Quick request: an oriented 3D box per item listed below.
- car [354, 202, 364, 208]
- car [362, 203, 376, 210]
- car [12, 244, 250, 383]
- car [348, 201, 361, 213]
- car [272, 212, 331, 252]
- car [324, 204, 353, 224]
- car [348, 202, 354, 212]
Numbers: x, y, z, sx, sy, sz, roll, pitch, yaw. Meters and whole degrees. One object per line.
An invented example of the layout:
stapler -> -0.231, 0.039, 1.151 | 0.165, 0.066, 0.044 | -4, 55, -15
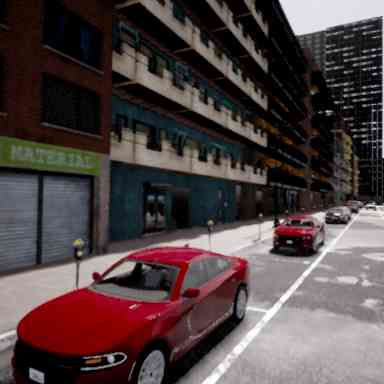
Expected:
car -> 40.316, 3.053, 80.231 | 1.887, 1.381, 4.507 | 1, -1, 29
car -> 34.679, 2.822, 64.513 | 1.895, 1.301, 4.718 | 0, -1, 29
car -> -0.459, 1.609, 5.268 | 1.887, 1.381, 4.507 | 1, -1, 29
car -> 24.006, 2.452, 50.246 | 1.887, 1.381, 4.507 | 1, -1, 29
car -> 4.977, 1.792, 15.262 | 1.887, 1.381, 4.507 | 1, -1, 29
car -> 13.132, 2.078, 30.256 | 2.008, 1.369, 4.403 | 1, -1, 29
car -> 15.770, 2.144, 35.104 | 1.752, 1.417, 4.829 | 1, -1, 29
